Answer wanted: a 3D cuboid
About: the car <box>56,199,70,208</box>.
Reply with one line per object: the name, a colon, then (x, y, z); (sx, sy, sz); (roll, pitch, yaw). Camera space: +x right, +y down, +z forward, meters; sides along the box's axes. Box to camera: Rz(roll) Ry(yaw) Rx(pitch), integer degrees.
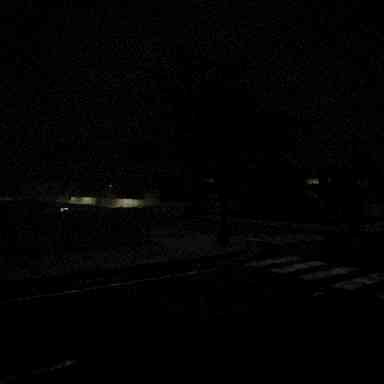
car: (-20.047, 1.829, 51.418); (1.994, 1.385, 4.181); (1, -1, -35)
